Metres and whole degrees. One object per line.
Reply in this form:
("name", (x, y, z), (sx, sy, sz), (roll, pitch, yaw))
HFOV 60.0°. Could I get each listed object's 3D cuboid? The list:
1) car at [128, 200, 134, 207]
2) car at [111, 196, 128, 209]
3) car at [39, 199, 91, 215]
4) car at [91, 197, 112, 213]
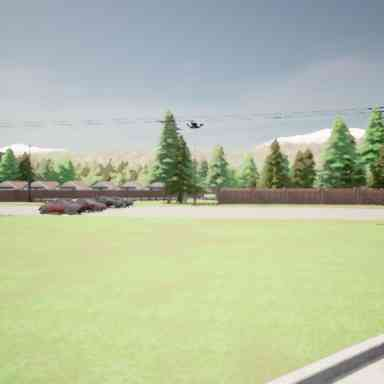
("car", (-10.406, 1.381, 45.613), (4.892, 1.490, 1.837), (-1, 0, 11))
("car", (-11.043, 1.391, 42.171), (4.892, 1.490, 1.837), (-1, 0, 11))
("car", (-12.346, 1.479, 31.736), (4.181, 1.385, 1.994), (0, 0, 10))
("car", (-11.291, 1.430, 35.102), (4.674, 1.442, 1.812), (0, 0, 10))
